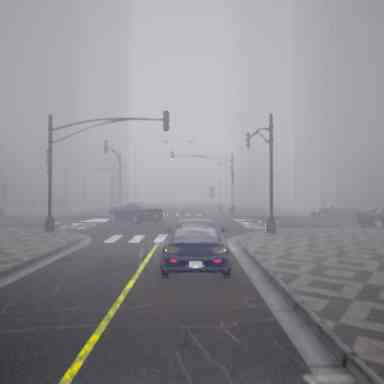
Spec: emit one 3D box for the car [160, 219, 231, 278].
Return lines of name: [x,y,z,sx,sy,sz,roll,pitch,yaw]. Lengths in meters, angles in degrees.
car: [0.129,1.532,10.079,1.812,1.442,4.674,0,0,1]

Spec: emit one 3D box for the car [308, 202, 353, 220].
car: [12.334,1.570,29.074,4.097,1.590,1.967,0,-1,0]

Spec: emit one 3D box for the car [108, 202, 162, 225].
car: [-4.266,1.491,24.506,1.882,1.535,5.008,3,-2,-44]

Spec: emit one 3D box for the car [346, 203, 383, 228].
car: [12.332,1.548,20.548,4.403,1.369,2.008,0,-1,0]

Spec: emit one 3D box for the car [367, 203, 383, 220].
car: [18.004,1.701,29.091,4.403,1.369,2.008,0,-1,0]
